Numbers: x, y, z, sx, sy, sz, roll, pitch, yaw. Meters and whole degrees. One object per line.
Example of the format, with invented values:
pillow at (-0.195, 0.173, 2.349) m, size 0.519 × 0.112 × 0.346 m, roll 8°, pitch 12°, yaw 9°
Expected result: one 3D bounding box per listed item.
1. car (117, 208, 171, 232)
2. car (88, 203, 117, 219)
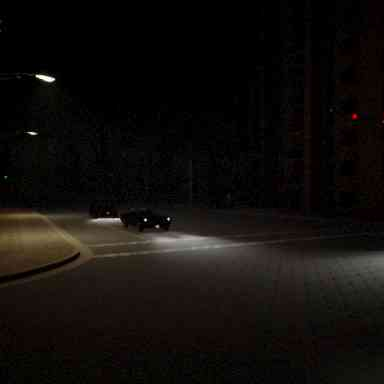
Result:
car at (-3.034, 1.695, 21.202) m, size 1.895 × 1.301 × 4.718 m, roll 0°, pitch 0°, yaw -28°
car at (-8.329, 1.685, 31.045) m, size 1.994 × 1.385 × 4.181 m, roll 0°, pitch 0°, yaw -28°
